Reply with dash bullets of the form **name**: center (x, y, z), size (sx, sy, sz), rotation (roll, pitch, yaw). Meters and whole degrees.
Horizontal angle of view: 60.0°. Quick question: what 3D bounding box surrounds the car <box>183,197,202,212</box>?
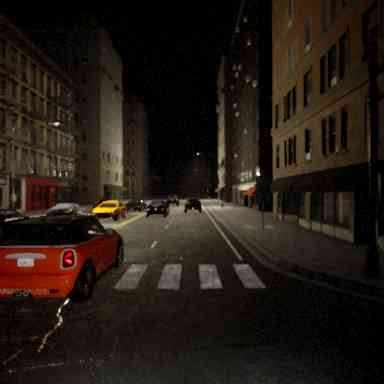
- **car**: center (0.109, 1.487, 37.854), size (1.837, 1.490, 4.892), rotation (0, 0, 0)

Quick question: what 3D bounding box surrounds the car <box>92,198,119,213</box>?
- **car**: center (-9.823, 1.524, 37.956), size (1.837, 1.490, 4.892), rotation (0, 0, 0)

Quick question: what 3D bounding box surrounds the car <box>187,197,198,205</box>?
- **car**: center (0.104, 1.575, 59.588), size (1.895, 1.301, 4.718), rotation (0, 0, 0)

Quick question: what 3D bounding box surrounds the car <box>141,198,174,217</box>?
- **car**: center (-3.142, 1.544, 31.459), size (2.033, 1.411, 5.357), rotation (0, 0, 0)

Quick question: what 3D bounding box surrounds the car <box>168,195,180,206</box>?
- **car**: center (-3.166, 1.339, 55.122), size (2.097, 1.767, 4.553), rotation (0, 0, 0)

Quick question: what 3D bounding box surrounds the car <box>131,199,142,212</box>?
- **car**: center (-6.564, 1.554, 39.120), size (2.033, 1.411, 5.357), rotation (0, 0, 0)

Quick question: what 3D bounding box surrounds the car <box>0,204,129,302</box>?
- **car**: center (-3.151, 1.357, 8.434), size (2.097, 1.767, 4.553), rotation (0, 0, 0)

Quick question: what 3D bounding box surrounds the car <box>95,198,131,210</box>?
- **car**: center (-6.586, 1.489, 26.911), size (1.882, 1.535, 5.008), rotation (0, 0, 0)
